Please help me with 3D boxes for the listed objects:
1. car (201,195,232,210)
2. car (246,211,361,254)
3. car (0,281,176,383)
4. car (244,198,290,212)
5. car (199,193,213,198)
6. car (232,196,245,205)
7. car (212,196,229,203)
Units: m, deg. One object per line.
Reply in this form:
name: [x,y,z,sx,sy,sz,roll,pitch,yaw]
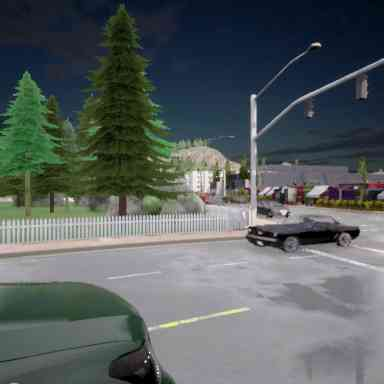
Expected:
car: [3.039,1.555,43.418,1.837,1.490,4.892,0,2,-16]
car: [4.524,1.600,13.486,4.718,1.301,1.895,0,0,-28]
car: [-2.767,1.221,1.662,5.566,2.045,2.150,0,0,-36]
car: [6.966,1.547,29.976,2.128,1.511,4.902,0,0,-16]
car: [2.899,1.277,69.600,2.150,2.045,5.566,0,0,-17]
car: [8.667,1.547,62.286,2.128,1.511,4.902,0,0,-16]
car: [6.045,1.559,71.150,1.837,1.490,4.892,0,0,-16]
